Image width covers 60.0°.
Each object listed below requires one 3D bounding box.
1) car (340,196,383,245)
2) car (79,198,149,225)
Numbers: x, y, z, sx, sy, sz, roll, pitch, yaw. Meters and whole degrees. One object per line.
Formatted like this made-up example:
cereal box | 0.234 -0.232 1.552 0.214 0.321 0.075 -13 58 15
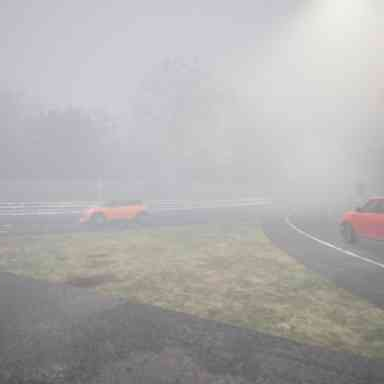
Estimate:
car | 7.472 1.123 11.931 2.150 2.045 5.566 -1 0 -2
car | -5.360 1.248 22.992 4.553 1.767 2.097 0 0 -31
